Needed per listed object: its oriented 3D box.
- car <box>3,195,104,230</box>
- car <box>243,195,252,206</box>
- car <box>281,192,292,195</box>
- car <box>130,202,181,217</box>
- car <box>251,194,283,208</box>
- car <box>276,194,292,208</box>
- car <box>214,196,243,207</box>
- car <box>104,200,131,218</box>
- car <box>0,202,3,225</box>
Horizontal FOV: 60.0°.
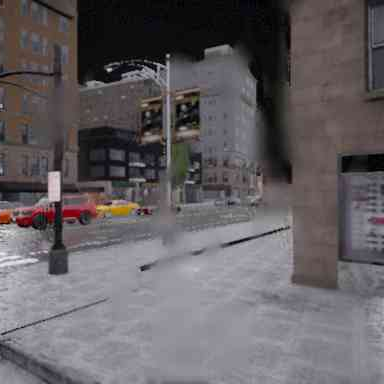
[{"bbox_3d":[-9.036,1.273,22.256,2.150,2.045,5.566,0,0,36],"label":"car"},{"bbox_3d":[8.685,1.215,48.267,2.097,1.767,4.553,0,0,33],"label":"car"},{"bbox_3d":[15.550,1.027,53.020,2.150,2.045,5.566,0,0,31],"label":"car"},{"bbox_3d":[-3.089,1.584,30.794,1.895,1.301,4.718,0,0,35],"label":"car"},{"bbox_3d":[10.037,1.360,44.229,1.837,1.490,4.892,0,0,33],"label":"car"},{"bbox_3d":[13.110,1.377,42.990,2.033,1.411,5.357,0,0,33],"label":"car"},{"bbox_3d":[5.005,1.387,48.581,2.128,1.511,4.902,0,0,33],"label":"car"},{"bbox_3d":[-7.131,1.499,30.676,1.882,1.535,5.008,0,0,35],"label":"car"},{"bbox_3d":[-13.097,1.442,22.186,2.097,1.767,4.553,0,0,36],"label":"car"}]
